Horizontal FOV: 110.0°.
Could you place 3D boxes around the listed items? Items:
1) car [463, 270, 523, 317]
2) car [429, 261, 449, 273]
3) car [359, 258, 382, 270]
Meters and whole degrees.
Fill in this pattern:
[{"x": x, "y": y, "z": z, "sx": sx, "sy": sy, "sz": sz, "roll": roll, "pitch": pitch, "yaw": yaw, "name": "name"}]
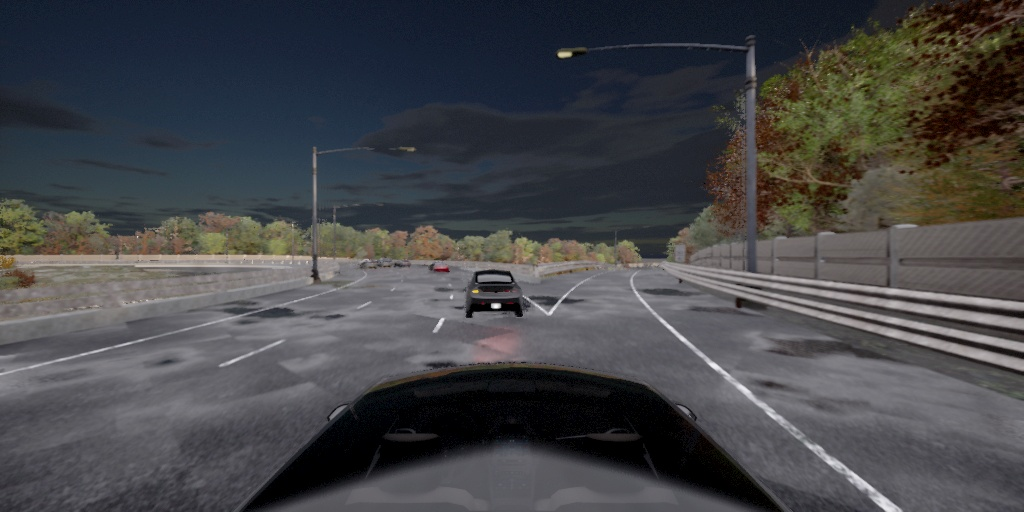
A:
[{"x": -0.750, "y": 1.262, "z": 13.255, "sx": 1.837, "sy": 1.490, "sz": 4.892, "roll": 0, "pitch": 0, "yaw": -6, "name": "car"}, {"x": -9.485, "y": 1.376, "z": 46.280, "sx": 1.994, "sy": 1.385, "sz": 4.181, "roll": 0, "pitch": 0, "yaw": -23, "name": "car"}, {"x": -22.840, "y": 1.378, "z": 57.114, "sx": 2.128, "sy": 1.511, "sz": 4.902, "roll": 0, "pitch": 0, "yaw": -34, "name": "car"}]
